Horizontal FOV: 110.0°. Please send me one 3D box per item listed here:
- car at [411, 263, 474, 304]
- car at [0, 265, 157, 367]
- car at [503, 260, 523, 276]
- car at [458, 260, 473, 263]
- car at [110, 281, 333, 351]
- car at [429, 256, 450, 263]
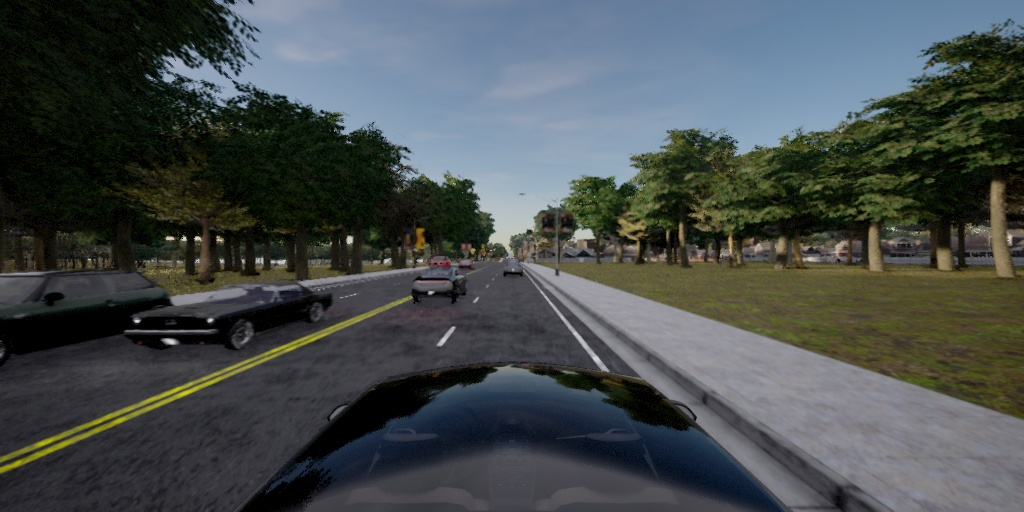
[{"bbox_3d":[-3.140,1.232,16.315,2.128,1.511,4.902,0,0,0],"label":"car"},{"bbox_3d":[-9.845,1.098,7.385,2.097,1.767,4.553,0,0,0],"label":"car"},{"bbox_3d":[0.119,1.316,36.510,1.994,1.385,4.181,0,0,0],"label":"car"},{"bbox_3d":[-6.543,1.264,51.251,1.882,1.535,5.008,0,0,0],"label":"car"},{"bbox_3d":[-6.596,1.345,9.133,1.895,1.301,4.718,0,0,0],"label":"car"},{"bbox_3d":[-9.801,1.001,48.588,2.150,2.045,5.566,0,0,0],"label":"car"}]
